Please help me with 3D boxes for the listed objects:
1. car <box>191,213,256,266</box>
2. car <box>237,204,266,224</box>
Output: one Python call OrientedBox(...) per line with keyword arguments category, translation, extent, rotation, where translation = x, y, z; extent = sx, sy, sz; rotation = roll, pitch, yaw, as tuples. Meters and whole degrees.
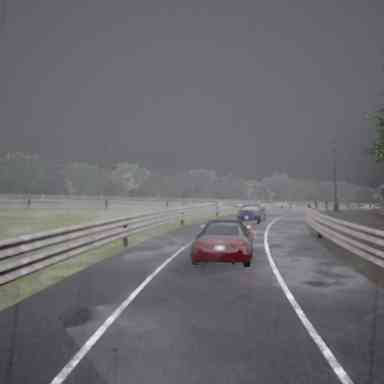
OrientedBox(category="car", translation=(1.201, 1.690, 12.137), extent=(1.994, 1.385, 4.181), rotation=(0, 0, 10))
OrientedBox(category="car", translation=(4.817, 1.724, 26.851), extent=(1.812, 1.442, 4.674), rotation=(-1, 0, 19))
